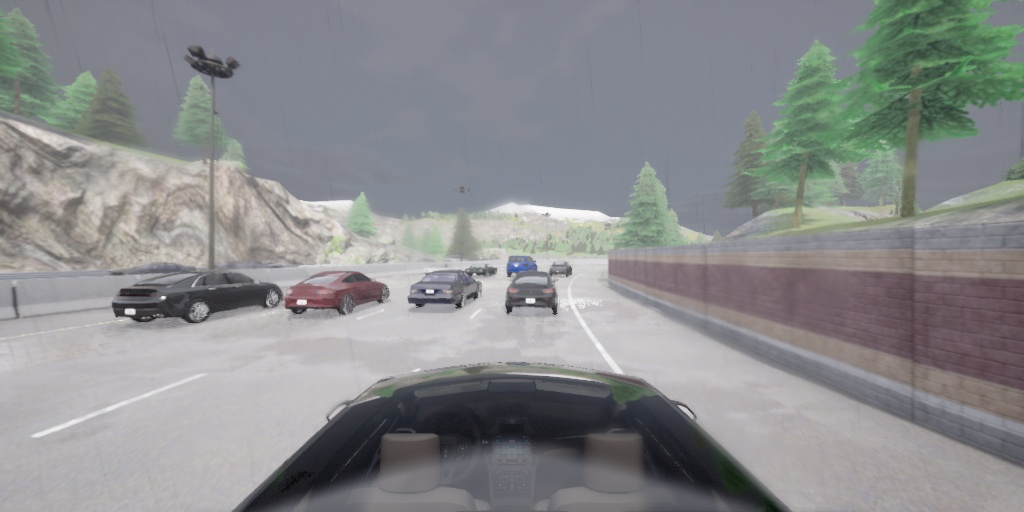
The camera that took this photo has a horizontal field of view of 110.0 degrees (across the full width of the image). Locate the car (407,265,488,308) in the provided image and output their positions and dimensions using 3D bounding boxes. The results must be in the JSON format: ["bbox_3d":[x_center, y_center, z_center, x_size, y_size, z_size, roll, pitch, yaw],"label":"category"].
[{"bbox_3d":[-2.608,1.289,15.072,2.033,1.411,5.357,0,0,6],"label":"car"}]

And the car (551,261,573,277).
[{"bbox_3d":[4.960,1.254,35.877,2.128,1.511,4.902,0,0,15],"label":"car"}]

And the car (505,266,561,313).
[{"bbox_3d":[0.817,1.277,13.856,1.812,1.442,4.674,0,0,5],"label":"car"}]

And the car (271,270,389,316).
[{"bbox_3d":[-6.270,1.256,13.307,1.812,1.442,4.674,0,0,5],"label":"car"}]

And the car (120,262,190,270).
[{"bbox_3d":[-29.015,1.210,29.285,2.033,1.411,5.357,0,0,10],"label":"car"}]

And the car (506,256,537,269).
[{"bbox_3d":[1.046,0.972,34.907,2.150,2.045,5.566,0,0,14],"label":"car"}]

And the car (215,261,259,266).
[{"bbox_3d":[-21.705,1.175,30.127,2.128,1.511,4.902,0,0,11],"label":"car"}]

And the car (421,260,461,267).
[{"bbox_3d":[-6.435,1.330,33.782,1.895,1.301,4.718,0,0,13],"label":"car"}]

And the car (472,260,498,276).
[{"bbox_3d":[-2.786,1.341,34.005,1.895,1.301,4.718,0,0,14],"label":"car"}]

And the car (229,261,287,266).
[{"bbox_3d":[-18.620,1.294,27.721,1.895,1.301,4.718,0,0,10],"label":"car"}]

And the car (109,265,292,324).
[{"bbox_3d":[-9.884,1.225,11.872,1.837,1.490,4.892,0,0,4],"label":"car"}]
